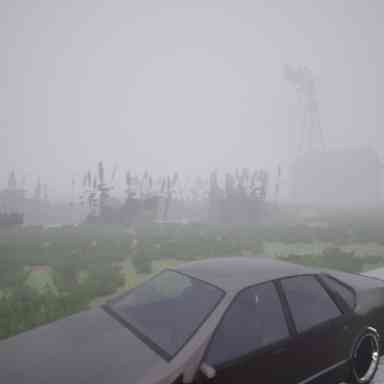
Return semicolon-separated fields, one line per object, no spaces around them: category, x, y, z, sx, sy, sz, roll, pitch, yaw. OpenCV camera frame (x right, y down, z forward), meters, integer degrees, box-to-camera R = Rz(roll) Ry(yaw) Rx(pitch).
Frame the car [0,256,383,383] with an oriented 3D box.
car;0.408;1.537;3.778;5.357;1.411;2.033;0;0;-35
